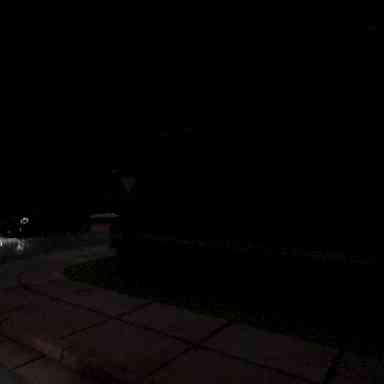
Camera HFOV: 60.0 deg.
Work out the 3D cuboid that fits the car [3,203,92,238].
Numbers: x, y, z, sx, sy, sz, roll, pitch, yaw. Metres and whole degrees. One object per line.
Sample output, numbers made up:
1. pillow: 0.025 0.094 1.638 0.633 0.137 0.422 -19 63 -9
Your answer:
1. car: -8.034 1.458 18.799 2.097 1.767 4.553 0 0 35
